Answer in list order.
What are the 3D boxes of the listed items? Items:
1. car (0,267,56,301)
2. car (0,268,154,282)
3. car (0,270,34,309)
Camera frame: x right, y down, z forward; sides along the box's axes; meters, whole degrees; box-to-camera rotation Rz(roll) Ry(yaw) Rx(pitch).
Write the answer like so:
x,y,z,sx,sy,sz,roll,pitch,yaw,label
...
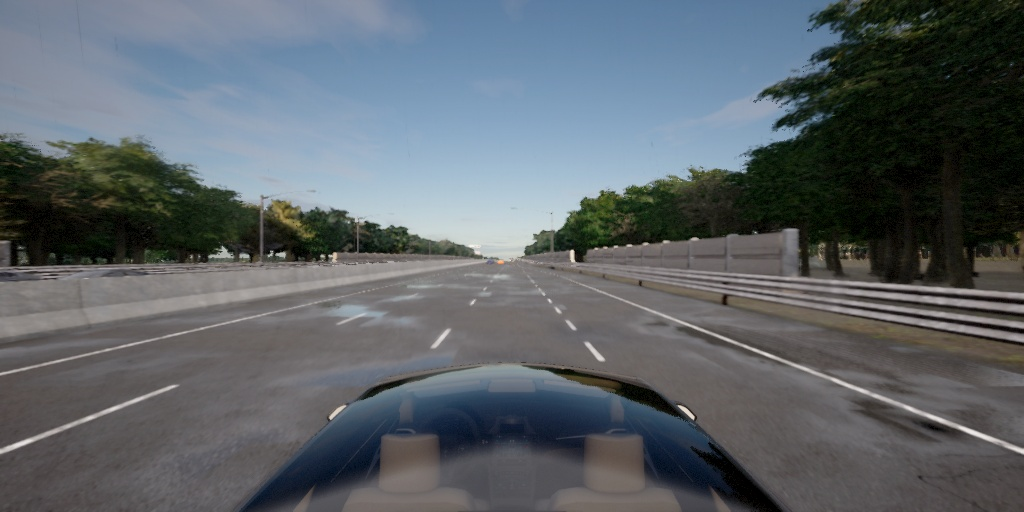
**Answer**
x,y,z,sx,sy,sz,roll,pitch,yaw,label
-24.589,1.325,16.035,2.128,1.511,4.902,0,0,0,car
-17.591,1.308,15.355,1.882,1.535,5.008,0,0,0,car
-21.094,1.320,12.665,1.837,1.490,4.892,0,0,0,car
